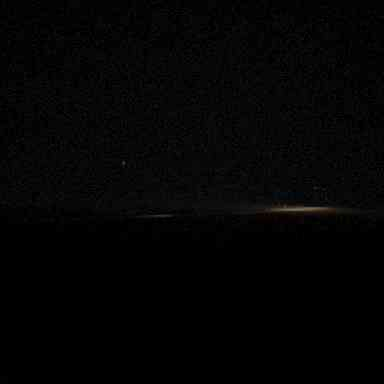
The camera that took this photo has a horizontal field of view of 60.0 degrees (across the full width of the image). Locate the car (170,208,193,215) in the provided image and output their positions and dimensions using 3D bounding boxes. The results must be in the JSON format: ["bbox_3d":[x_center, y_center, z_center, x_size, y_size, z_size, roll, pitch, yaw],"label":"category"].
[{"bbox_3d":[-1.937,3.582,61.275,1.895,1.301,4.718,-1,-3,35],"label":"car"}]
